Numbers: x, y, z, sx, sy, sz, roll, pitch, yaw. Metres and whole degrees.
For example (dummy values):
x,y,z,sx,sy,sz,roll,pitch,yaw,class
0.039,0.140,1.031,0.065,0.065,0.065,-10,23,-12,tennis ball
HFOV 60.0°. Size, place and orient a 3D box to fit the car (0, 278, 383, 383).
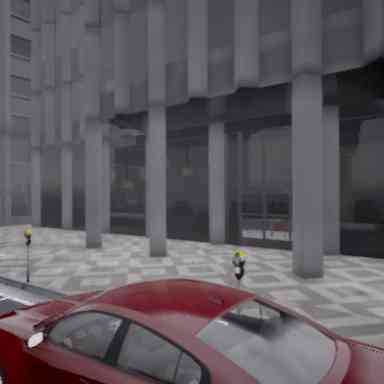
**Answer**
x,y,z,sx,sy,sz,roll,pitch,yaw,class
-0.394,1.566,3.242,4.507,1.381,1.887,-1,0,36,car
